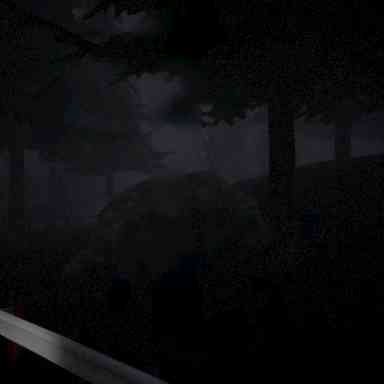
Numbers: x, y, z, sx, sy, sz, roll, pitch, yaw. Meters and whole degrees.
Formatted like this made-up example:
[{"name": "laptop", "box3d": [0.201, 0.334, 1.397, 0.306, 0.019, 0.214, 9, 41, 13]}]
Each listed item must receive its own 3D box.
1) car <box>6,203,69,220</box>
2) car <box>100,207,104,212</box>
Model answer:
[{"name": "car", "box3d": [-12.681, 1.663, 27.548, 1.837, 1.490, 4.892, 0, 0, 36]}, {"name": "car", "box3d": [-7.662, 1.763, 35.346, 1.895, 1.301, 4.718, 0, 0, 23]}]
